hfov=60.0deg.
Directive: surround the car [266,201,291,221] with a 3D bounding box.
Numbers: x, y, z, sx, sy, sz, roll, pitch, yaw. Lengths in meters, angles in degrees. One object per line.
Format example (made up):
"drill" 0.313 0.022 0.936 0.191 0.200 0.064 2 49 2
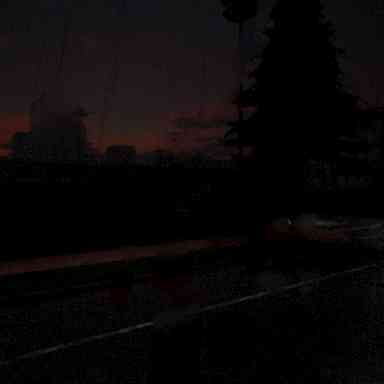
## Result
"car" 6.347 1.465 27.447 1.882 1.535 5.008 0 0 -35
